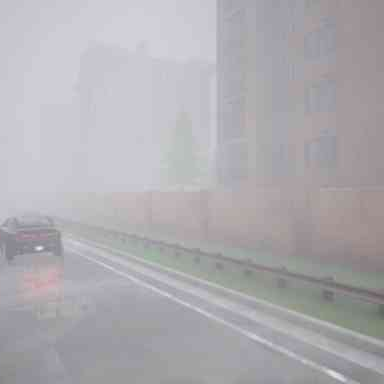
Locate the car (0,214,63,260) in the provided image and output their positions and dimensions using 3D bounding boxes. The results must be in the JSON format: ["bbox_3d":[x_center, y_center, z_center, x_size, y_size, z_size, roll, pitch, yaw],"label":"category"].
[{"bbox_3d":[-6.550,1.656,13.221,1.837,1.490,4.892,0,-1,-35],"label":"car"}]
